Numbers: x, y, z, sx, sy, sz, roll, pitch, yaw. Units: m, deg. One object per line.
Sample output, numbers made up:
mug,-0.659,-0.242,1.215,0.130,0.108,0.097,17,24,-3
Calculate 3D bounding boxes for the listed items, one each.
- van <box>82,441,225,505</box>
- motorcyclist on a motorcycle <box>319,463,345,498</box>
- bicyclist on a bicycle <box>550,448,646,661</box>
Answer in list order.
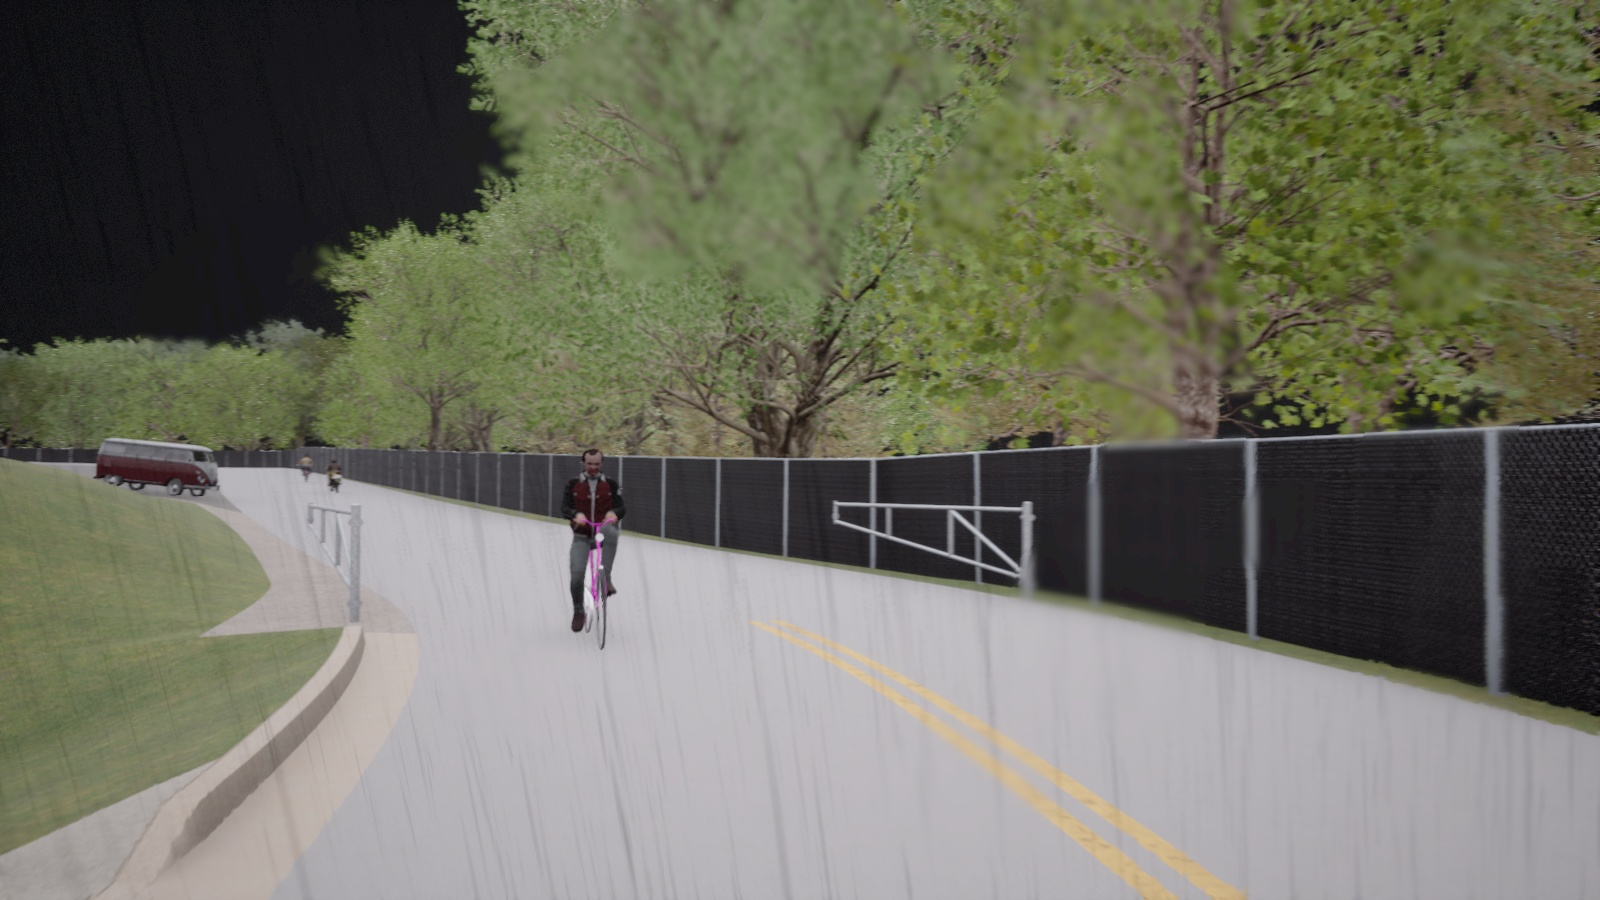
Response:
van,-24.649,0.884,47.983,4.442,1.987,1.775,5,-3,7
motorcyclist on a motorcycle,-21.395,1.375,57.399,0.797,1.523,2.044,1,0,-29
bicyclist on a bicycle,-1.879,0.886,11.469,0.659,1.776,1.843,0,-1,-15
